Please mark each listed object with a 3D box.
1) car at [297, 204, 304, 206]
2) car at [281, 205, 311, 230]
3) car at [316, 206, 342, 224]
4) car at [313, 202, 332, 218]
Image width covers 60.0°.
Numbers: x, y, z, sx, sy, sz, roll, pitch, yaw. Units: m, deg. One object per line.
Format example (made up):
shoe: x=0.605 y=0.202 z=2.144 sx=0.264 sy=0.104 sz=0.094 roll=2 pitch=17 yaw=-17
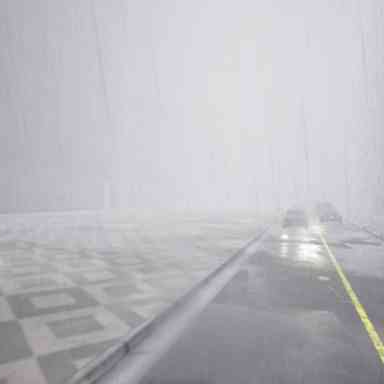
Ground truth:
car: x=16.825 y=2.681 z=52.103 sx=1.812 sy=1.442 sz=4.674 roll=2 pitch=0 yaw=18
car: x=8.137 y=2.073 z=26.035 sx=1.837 sy=1.490 sz=4.892 roll=2 pitch=-1 yaw=18
car: x=14.131 y=2.450 z=34.033 sx=1.994 sy=1.385 sz=4.181 roll=2 pitch=-1 yaw=18
car: x=17.215 y=2.320 z=43.666 sx=2.150 sy=2.045 sz=5.566 roll=2 pitch=-1 yaw=18
